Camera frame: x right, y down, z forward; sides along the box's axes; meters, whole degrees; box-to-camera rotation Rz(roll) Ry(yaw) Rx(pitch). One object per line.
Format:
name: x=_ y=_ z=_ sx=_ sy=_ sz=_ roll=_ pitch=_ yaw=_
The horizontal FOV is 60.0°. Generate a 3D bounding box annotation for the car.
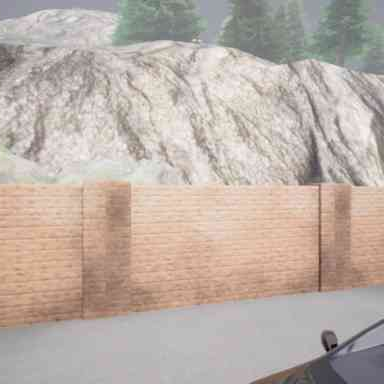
car: x=2.067 y=1.491 z=1.964 sx=4.902 sy=1.511 sz=2.128 roll=0 pitch=0 yaw=-19
